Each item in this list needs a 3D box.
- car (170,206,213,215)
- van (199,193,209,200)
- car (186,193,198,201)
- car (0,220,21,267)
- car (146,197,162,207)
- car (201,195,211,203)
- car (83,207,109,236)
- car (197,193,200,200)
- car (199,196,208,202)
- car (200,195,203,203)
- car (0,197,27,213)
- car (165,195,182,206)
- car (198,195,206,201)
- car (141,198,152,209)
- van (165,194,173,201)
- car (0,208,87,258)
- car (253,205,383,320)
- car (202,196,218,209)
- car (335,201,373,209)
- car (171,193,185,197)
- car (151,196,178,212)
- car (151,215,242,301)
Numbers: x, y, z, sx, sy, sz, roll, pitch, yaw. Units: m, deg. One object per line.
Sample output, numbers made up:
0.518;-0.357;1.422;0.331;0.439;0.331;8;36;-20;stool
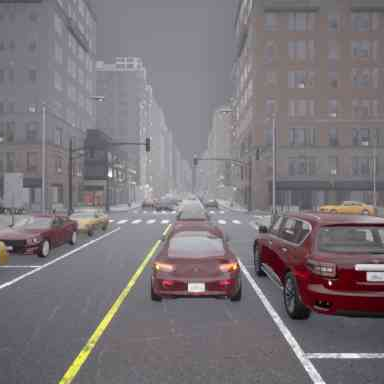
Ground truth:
0.072;1.605;17.375;1.895;1.301;4.718;0;0;0;car
2.710;1.358;62.529;1.690;1.788;3.998;1;0;0;van
0.044;1.570;85.243;2.033;1.411;5.357;0;0;0;car
-5.845;1.527;7.083;1.752;1.417;4.829;1;0;0;car
-5.824;1.557;51.195;1.887;1.381;4.507;1;0;0;car
2.702;1.595;51.182;1.802;1.307;4.206;1;0;0;car
-5.840;1.529;18.332;1.752;1.417;4.829;1;0;0;car
2.713;1.335;68.202;2.192;1.841;5.009;1;0;0;car
2.716;1.608;79.548;1.802;1.307;4.206;1;0;0;car
2.704;1.597;56.855;1.802;1.307;4.206;1;0;0;car
-17.245;1.198;29.697;4.553;1.767;2.097;1;-1;0;car
-3.067;1.559;52.761;2.033;1.411;5.357;0;0;0;car
2.721;1.600;90.895;1.947;1.339;4.313;1;0;0;car
-5.827;1.555;45.522;1.887;1.381;4.507;1;0;0;car
-5.805;1.371;85.232;1.690;1.788;3.998;1;0;0;van
-5.843;1.547;12.877;1.887;1.381;4.507;1;0;0;car
2.683;1.317;7.240;2.192;1.841;5.009;1;0;0;car
2.699;1.593;45.508;1.802;1.307;4.206;1;0;0;car
15.141;1.642;32.697;5.008;1.535;1.882;0;-1;1;car
-2.964;1.524;69.269;1.837;1.490;4.892;0;0;0;car
-3.078;1.557;38.472;2.033;1.411;5.357;0;0;0;car
0.090;1.528;8.197;1.812;1.442;4.674;0;0;0;car
